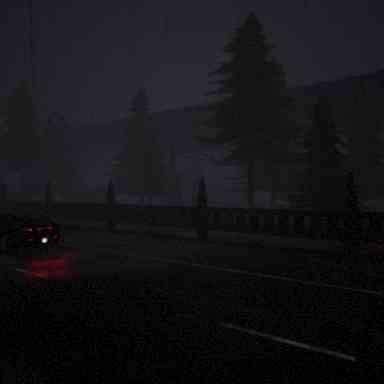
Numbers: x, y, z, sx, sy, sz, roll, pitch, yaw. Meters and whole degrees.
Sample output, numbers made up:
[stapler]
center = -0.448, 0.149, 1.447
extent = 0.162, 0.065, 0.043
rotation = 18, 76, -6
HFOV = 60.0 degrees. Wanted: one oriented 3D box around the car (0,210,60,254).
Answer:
[car]
center = -7.338, 1.488, 13.518
extent = 4.892, 1.490, 1.837
rotation = 0, 0, 36
